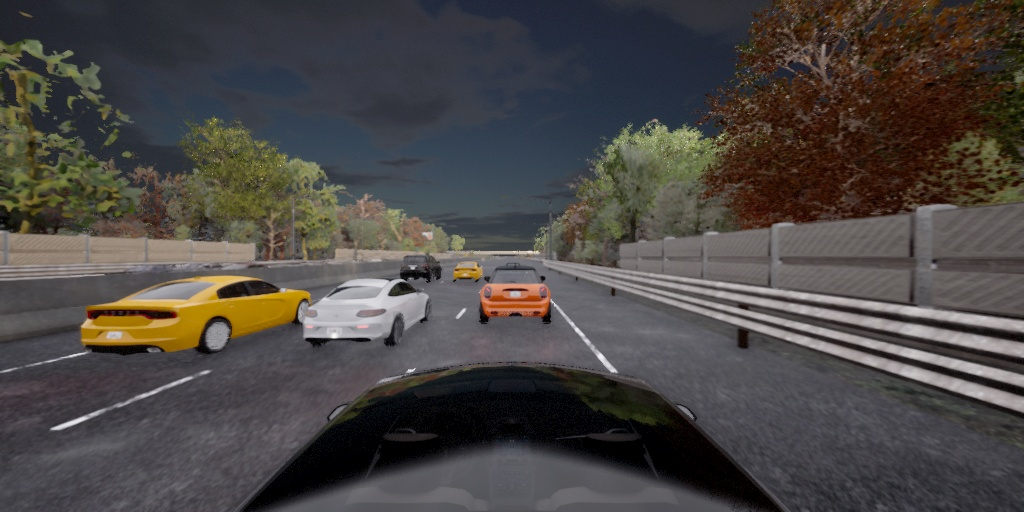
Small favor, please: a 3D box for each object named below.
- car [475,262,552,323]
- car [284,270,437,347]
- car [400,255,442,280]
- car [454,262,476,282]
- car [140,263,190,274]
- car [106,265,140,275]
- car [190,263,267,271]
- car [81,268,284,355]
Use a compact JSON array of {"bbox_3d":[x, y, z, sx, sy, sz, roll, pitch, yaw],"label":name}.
[{"bbox_3d":[0.098,1.089,12.182,2.097,1.767,4.553,0,0,0],"label":"car"},{"bbox_3d":[-3.397,1.266,9.169,1.812,1.442,4.674,0,0,0],"label":"car"},{"bbox_3d":[-6.904,0.943,27.639,2.150,2.045,5.566,0,0,0],"label":"car"},{"bbox_3d":[-3.399,1.198,28.433,1.882,1.535,5.008,0,0,0],"label":"car"},{"bbox_3d":[-21.006,1.218,23.884,2.128,1.511,4.902,0,0,0],"label":"car"},{"bbox_3d":[-24.502,1.271,24.451,2.033,1.411,5.357,0,0,0],"label":"car"},{"bbox_3d":[-17.512,1.203,23.244,1.882,1.535,5.008,0,0,0],"label":"car"},{"bbox_3d":[-6.898,1.218,8.698,1.882,1.535,5.008,0,0,0],"label":"car"}]
